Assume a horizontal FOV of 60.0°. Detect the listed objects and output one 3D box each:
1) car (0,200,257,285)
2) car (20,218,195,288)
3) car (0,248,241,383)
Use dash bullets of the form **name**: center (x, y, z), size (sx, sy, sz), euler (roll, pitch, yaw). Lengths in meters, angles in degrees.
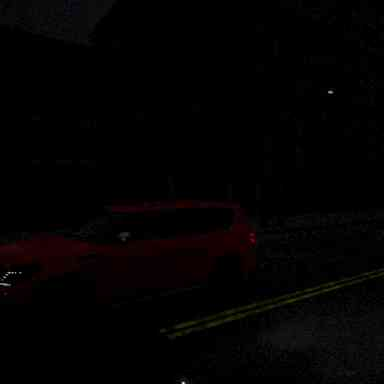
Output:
- **car**: center (-1.096, 1.221, 6.899), size (5.566, 2.045, 2.150), euler (0, 0, -36)
- **car**: center (-2.380, 1.600, 9.973), size (4.718, 1.301, 1.895), euler (0, 0, -36)
- **car**: center (-2.180, 1.492, 1.885), size (4.902, 1.511, 2.128), euler (0, 0, -36)
